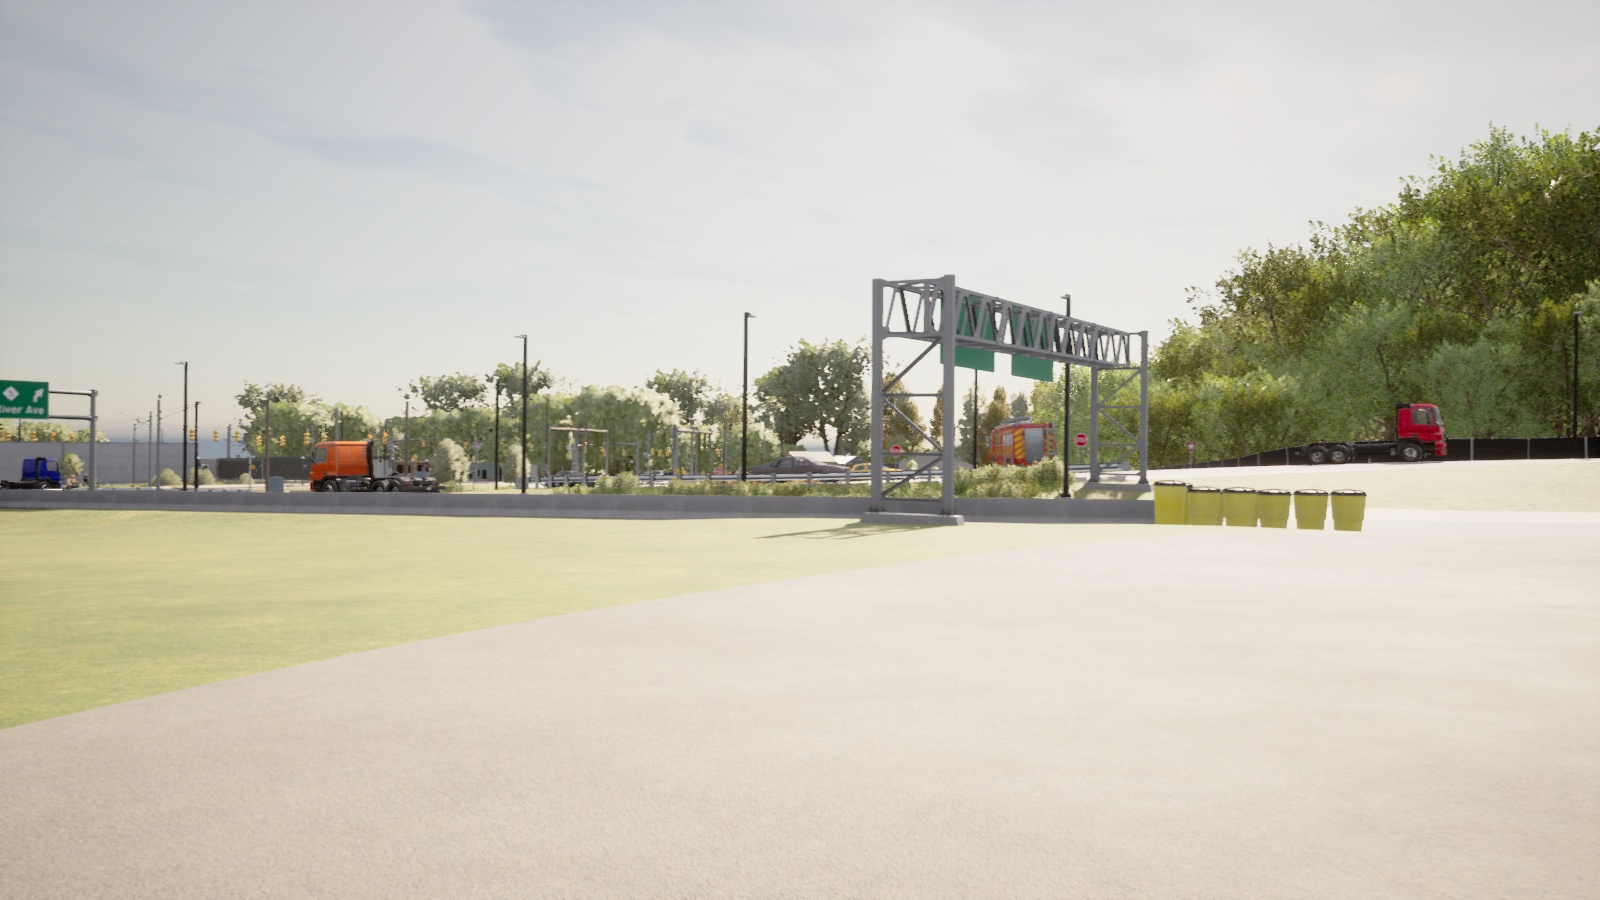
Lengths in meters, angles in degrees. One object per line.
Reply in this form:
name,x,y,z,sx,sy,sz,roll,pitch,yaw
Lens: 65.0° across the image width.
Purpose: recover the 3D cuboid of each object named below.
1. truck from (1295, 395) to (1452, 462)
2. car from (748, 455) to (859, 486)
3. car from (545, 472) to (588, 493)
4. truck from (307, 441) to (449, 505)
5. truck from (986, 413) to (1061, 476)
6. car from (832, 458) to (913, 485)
truck,33.669,-1.191,73.858,7.936,3.462,2.891,-3,-1,32
car,0.171,1.050,65.336,5.357,1.411,2.033,-2,-1,18
car,-16.731,2.350,90.120,1.816,1.474,4.193,-1,-3,8
truck,-23.839,1.325,70.840,7.936,3.462,2.891,-1,0,28
truck,14.994,-0.271,85.046,2.891,3.827,8.468,-3,-2,-3
car,5.137,1.540,88.895,5.366,1.575,1.801,-4,-2,29
